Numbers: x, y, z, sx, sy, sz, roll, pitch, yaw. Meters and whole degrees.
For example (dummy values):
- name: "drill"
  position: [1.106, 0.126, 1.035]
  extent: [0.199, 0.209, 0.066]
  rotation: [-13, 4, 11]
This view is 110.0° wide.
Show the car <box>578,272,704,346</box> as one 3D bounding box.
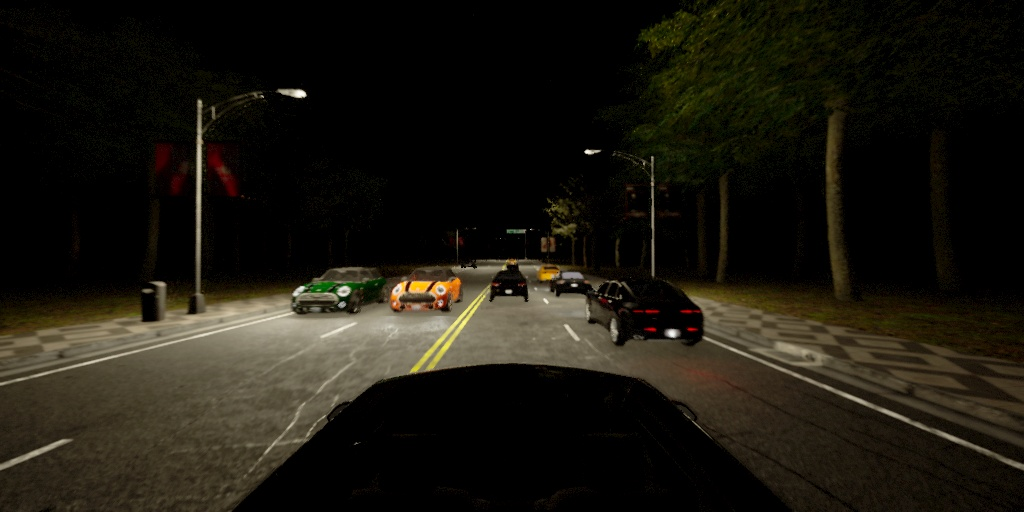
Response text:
- name: "car"
  position: [3.249, 1.339, 9.687]
  extent: [1.837, 1.490, 4.892]
  rotation: [0, -1, 0]

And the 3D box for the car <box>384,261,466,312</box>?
- name: "car"
  position: [-3.352, 1.240, 14.818]
  extent: [2.097, 1.767, 4.553]
  rotation: [0, -1, 0]

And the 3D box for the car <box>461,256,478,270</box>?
- name: "car"
  position: [-6.508, 1.036, 54.705]
  extent: [2.150, 2.045, 5.566]
  rotation: [0, 0, 0]

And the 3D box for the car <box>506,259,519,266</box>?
- name: "car"
  position: [0.091, 1.684, 55.861]
  extent: [2.128, 1.511, 4.902]
  rotation: [0, 0, 0]

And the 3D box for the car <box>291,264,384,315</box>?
- name: "car"
  position: [-6.602, 1.235, 14.301]
  extent: [2.097, 1.767, 4.553]
  rotation: [0, -1, 0]

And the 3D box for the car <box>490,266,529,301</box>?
- name: "car"
  position: [-0.120, 1.451, 18.411]
  extent: [1.812, 1.442, 4.674]
  rotation: [0, 0, 1]

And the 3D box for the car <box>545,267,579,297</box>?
- name: "car"
  position: [3.247, 1.513, 20.686]
  extent: [1.994, 1.385, 4.181]
  rotation: [0, -1, 0]

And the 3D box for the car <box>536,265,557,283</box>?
- name: "car"
  position: [3.246, 1.541, 31.686]
  extent: [1.882, 1.535, 5.008]
  rotation: [0, -1, 0]
